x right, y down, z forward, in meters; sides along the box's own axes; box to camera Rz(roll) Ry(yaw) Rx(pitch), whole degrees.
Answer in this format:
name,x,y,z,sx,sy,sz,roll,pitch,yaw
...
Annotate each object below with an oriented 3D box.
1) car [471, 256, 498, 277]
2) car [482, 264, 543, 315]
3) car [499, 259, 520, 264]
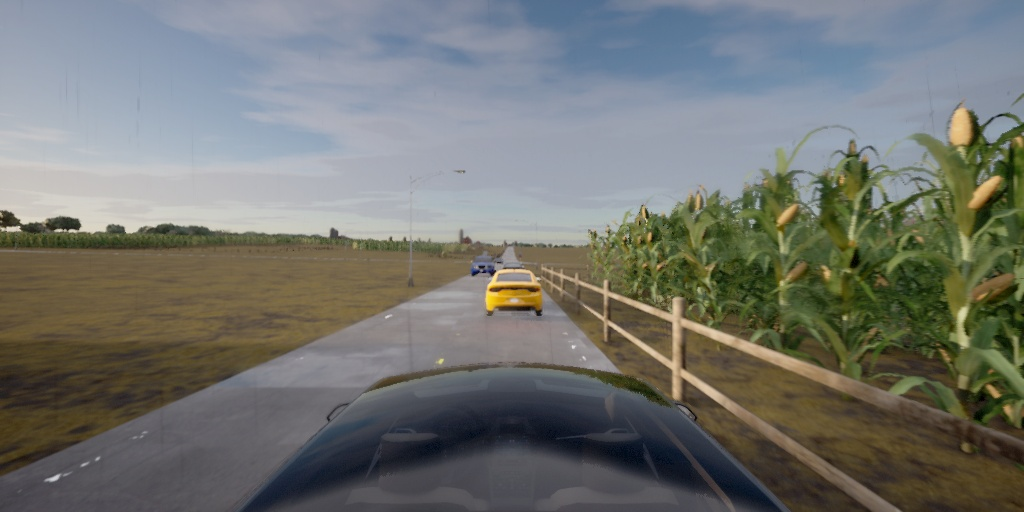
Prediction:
name,x,y,z,sx,sy,sz,roll,pitch,yaw
car,-2.874,1.031,36.518,2.150,2.045,5.566,0,0,0
car,0.084,1.253,13.733,1.882,1.535,5.008,0,0,0
car,0.076,1.282,31.368,1.882,1.535,5.008,0,0,0
